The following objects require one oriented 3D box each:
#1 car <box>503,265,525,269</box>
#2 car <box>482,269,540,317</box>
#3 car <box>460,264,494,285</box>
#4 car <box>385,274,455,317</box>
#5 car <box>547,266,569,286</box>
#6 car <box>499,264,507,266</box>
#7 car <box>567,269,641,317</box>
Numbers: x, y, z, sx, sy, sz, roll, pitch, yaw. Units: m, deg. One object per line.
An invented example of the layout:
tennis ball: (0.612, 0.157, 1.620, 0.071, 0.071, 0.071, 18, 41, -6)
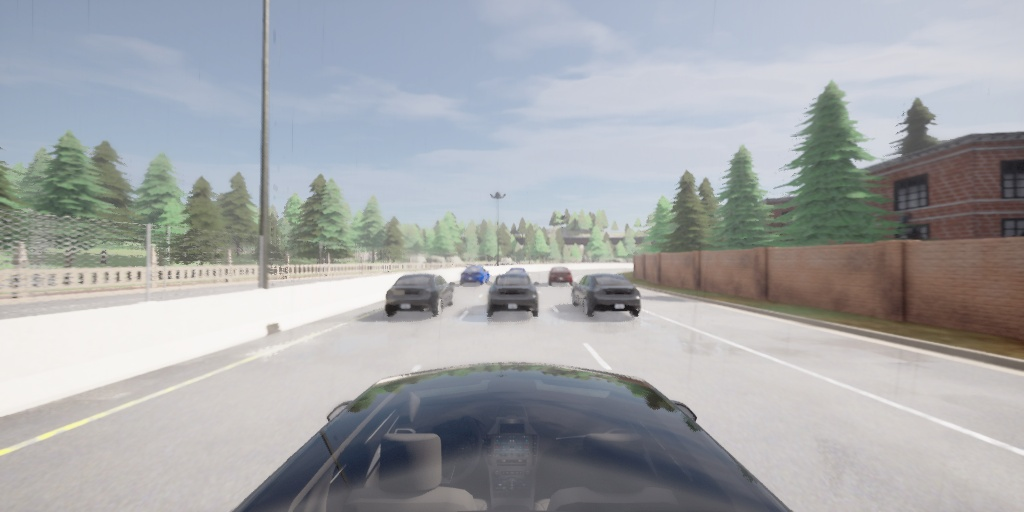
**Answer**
car: (0.454, 1.653, 29.567, 1.812, 1.442, 4.674, 0, -1, 5)
car: (0.044, 1.425, 14.145, 1.837, 1.490, 4.892, 0, 0, 0)
car: (-3.002, 1.614, 30.159, 1.882, 1.535, 5.008, 0, 0, 5)
car: (-3.456, 1.425, 14.148, 1.837, 1.490, 4.892, 0, 0, 0)
car: (4.003, 1.611, 29.981, 1.882, 1.535, 5.008, 0, 0, 5)
car: (-1.630, 2.096, 63.769, 1.837, 1.490, 4.892, -1, -1, 24)
car: (3.544, 1.425, 14.144, 1.837, 1.490, 4.892, 0, 0, 0)
